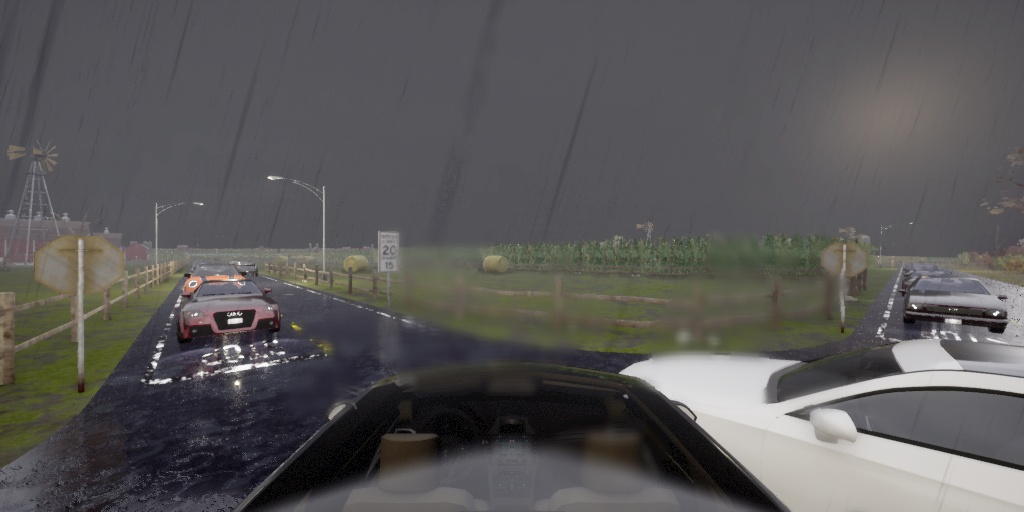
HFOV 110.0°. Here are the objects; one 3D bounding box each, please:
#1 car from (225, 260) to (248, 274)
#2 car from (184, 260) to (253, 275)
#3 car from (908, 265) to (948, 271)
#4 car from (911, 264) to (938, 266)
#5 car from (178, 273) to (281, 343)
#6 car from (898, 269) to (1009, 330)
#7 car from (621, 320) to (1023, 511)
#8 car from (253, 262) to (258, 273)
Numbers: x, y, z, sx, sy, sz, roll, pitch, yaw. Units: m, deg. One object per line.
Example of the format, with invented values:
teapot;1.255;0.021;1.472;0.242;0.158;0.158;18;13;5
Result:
car;-33.332;1.278;43.327;1.837;1.490;4.892;0;0;-41
car;-13.578;1.131;16.467;2.097;1.767;4.553;0;0;-41
car;21.000;1.364;17.960;4.181;1.385;1.994;0;1;-43
car;30.121;1.313;26.243;4.902;1.511;2.128;0;1;-42
car;-7.858;1.350;9.934;1.994;1.385;4.181;0;0;-42
car;13.611;1.335;11.232;5.357;1.411;2.033;0;1;-42
car;2.855;1.293;2.254;1.812;1.442;4.674;0;1;-43
car;-26.676;1.262;35.811;2.128;1.511;4.902;0;0;-41
